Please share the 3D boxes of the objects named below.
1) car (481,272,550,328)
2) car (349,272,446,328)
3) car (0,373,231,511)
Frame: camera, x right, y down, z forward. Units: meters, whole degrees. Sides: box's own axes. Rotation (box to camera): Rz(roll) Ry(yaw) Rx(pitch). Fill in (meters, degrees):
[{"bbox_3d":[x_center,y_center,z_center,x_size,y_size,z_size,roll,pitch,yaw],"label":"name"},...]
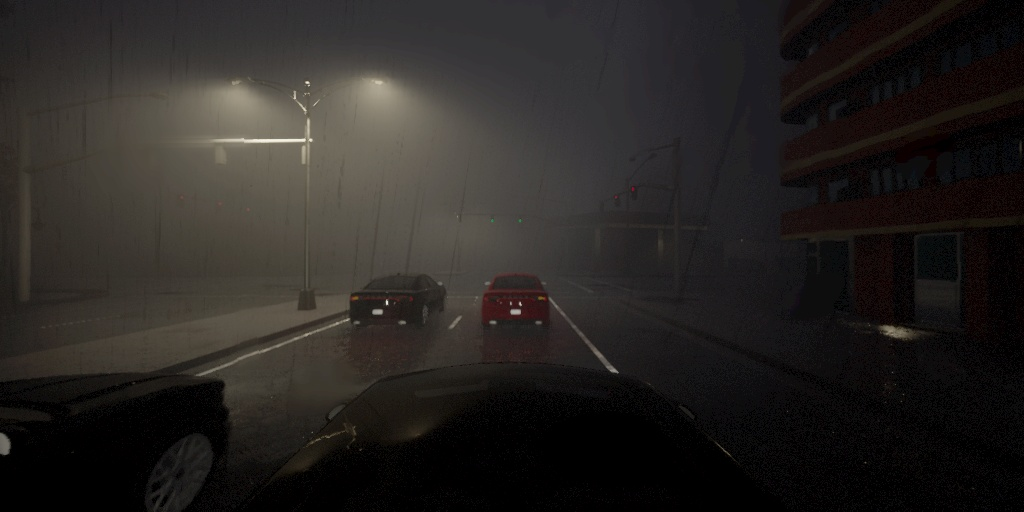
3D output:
[{"bbox_3d":[0.119,1.264,11.563,1.882,1.535,5.008,0,0,1],"label":"car"},{"bbox_3d":[-3.397,1.264,11.557,1.882,1.535,5.008,0,0,0],"label":"car"},{"bbox_3d":[-3.405,1.223,1.091,1.882,1.535,5.008,0,0,0],"label":"car"}]
